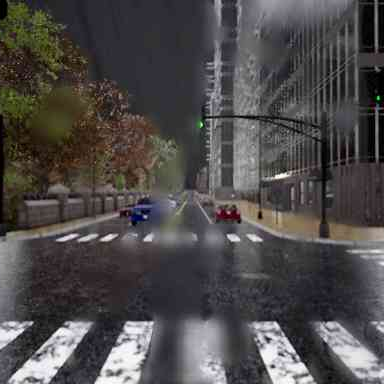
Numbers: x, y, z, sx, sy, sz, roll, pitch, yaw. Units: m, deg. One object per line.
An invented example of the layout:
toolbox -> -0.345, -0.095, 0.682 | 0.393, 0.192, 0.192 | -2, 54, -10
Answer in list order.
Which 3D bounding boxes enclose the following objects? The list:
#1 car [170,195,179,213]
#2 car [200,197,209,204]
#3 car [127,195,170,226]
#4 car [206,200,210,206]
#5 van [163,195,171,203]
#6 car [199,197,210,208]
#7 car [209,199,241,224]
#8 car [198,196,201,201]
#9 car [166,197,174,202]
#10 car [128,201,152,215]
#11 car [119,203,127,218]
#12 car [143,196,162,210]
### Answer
car -> -3.130, 1.422, 40.281 | 2.150, 2.045, 5.566 | 0, 0, 0
car -> 2.633, 1.862, 71.684 | 1.752, 1.417, 4.829 | 0, 0, 0
car -> -3.121, 1.349, 25.120 | 2.150, 2.045, 5.566 | 0, 0, 0
car -> 2.666, 1.726, 31.743 | 1.947, 1.339, 4.313 | 0, 0, 0
van -> -5.751, 1.696, 77.199 | 1.690, 1.788, 3.998 | 0, 0, 0
car -> 2.647, 1.835, 54.467 | 1.947, 1.339, 4.313 | 0, 0, 0
car -> 2.672, 1.571, 26.063 | 1.967, 1.590, 4.097 | 0, 0, 0
car -> 2.643, 1.733, 60.149 | 1.967, 1.590, 4.097 | 0, 0, 0
car -> -5.762, 1.971, 88.564 | 1.802, 1.307, 4.206 | 0, 0, 0
car -> -5.719, 1.739, 37.416 | 2.008, 1.369, 4.403 | 0, 0, 0
car -> -5.714, 1.705, 31.733 | 1.887, 1.381, 4.507 | 0, 0, 0
car -> -5.728, 1.559, 48.784 | 2.192, 1.841, 5.009 | 0, 0, 0
